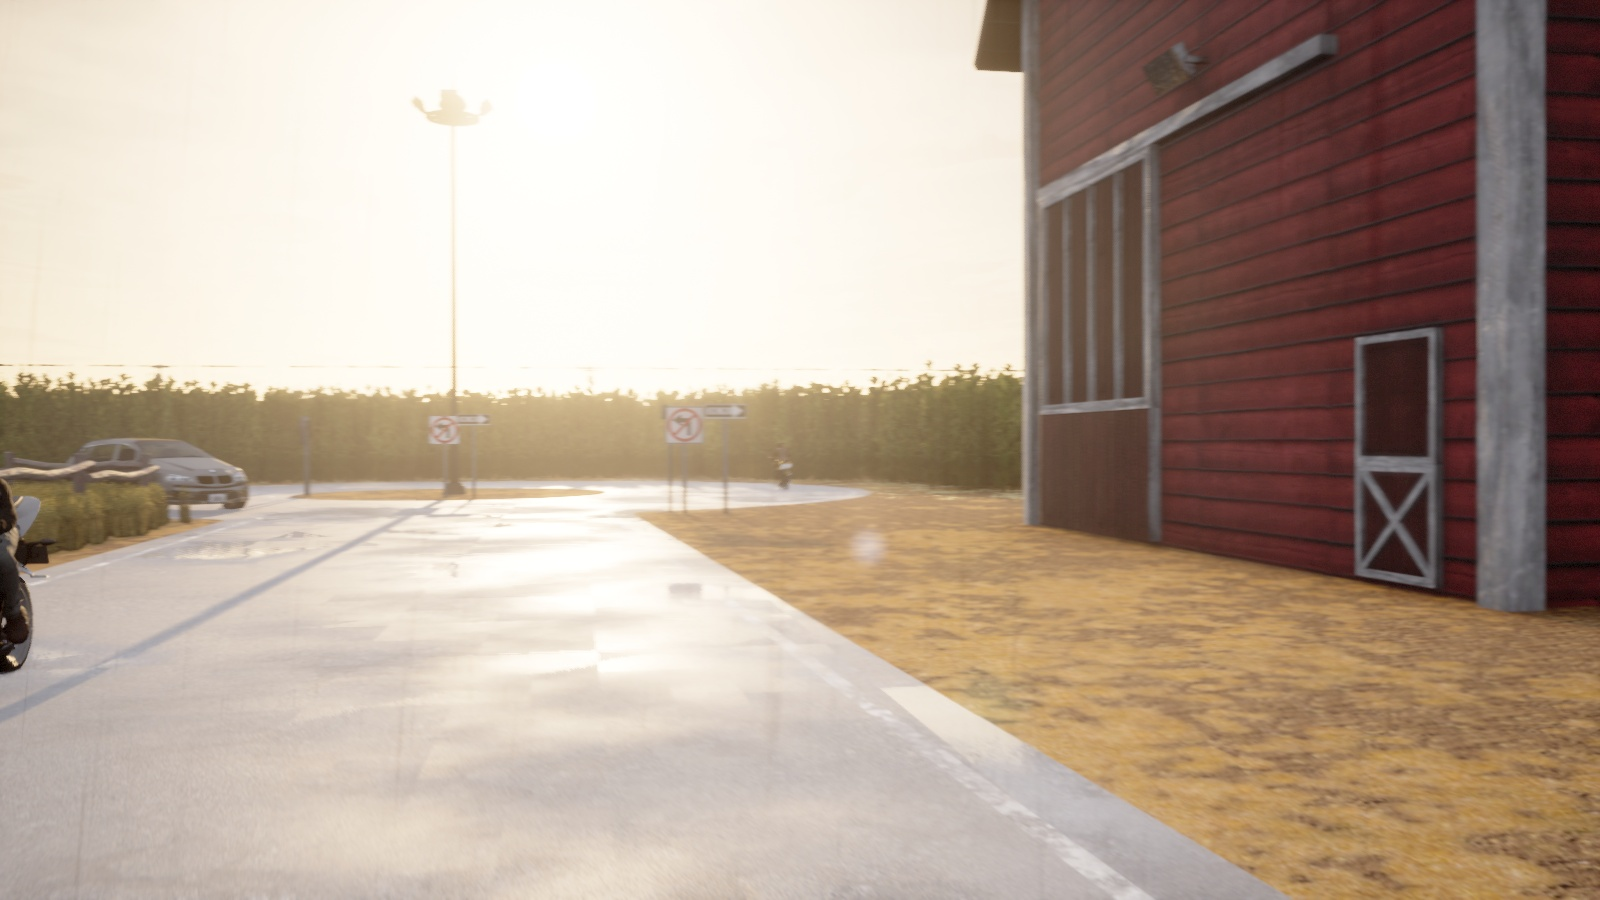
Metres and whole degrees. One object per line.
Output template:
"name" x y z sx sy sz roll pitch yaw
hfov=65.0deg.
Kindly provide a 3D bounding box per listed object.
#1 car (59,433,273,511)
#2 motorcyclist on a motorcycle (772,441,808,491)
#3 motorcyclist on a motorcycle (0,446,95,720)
"car" -14.597 0.457 28.875 4.611 1.667 2.242 0 1 31
"motorcyclist on a motorcycle" -0.341 0.501 40.148 0.797 1.523 2.044 -2 1 -9
"motorcyclist on a motorcycle" -5.035 0.749 7.468 0.866 1.530 2.191 0 0 -13
